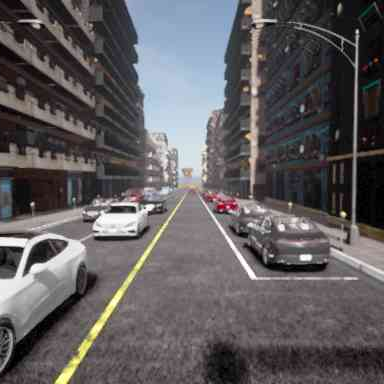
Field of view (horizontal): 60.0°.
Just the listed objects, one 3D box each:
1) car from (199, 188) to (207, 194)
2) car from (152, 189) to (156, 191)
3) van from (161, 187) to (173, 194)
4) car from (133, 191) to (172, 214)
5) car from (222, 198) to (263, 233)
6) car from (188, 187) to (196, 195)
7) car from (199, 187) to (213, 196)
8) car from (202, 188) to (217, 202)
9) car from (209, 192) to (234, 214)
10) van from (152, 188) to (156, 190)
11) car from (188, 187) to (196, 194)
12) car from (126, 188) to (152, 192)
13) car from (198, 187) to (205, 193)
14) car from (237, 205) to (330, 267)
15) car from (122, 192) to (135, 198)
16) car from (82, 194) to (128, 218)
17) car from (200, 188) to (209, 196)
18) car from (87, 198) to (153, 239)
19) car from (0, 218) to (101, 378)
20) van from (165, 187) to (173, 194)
[{"bbox_3d":[2.694,-0.267,83.750,1.752,1.417,4.829,-1,1,0],"label":"car"},{"bbox_3d":[-5.663,0.716,38.637,2.008,1.369,4.403,-1,1,0],"label":"car"},{"bbox_3d":[-5.659,-0.214,72.419,1.690,1.788,3.998,-1,1,0],"label":"van"},{"bbox_3d":[-3.083,0.911,26.954,2.128,1.511,4.902,0,1,0],"label":"car"},{"bbox_3d":[2.800,1.213,15.915,2.008,1.369,4.403,-1,1,0],"label":"car"},{"bbox_3d":[0.018,-0.125,74.465,1.882,1.535,5.008,0,1,0],"label":"car"},{"bbox_3d":[2.681,0.237,49.793,2.192,1.841,5.009,-1,1,0],"label":"car"},{"bbox_3d":[2.685,0.587,44.167,1.887,1.381,4.507,-1,1,0],"label":"car"},{"bbox_3d":[2.700,0.957,27.176,1.887,1.381,4.507,-1,1,0],"label":"car"},{"bbox_3d":[-5.666,0.385,44.264,1.690,1.788,3.998,-1,1,0],"label":"van"},{"bbox_3d":[0.020,-0.446,84.882,1.882,1.535,5.008,0,1,0],"label":"car"},{"bbox_3d":[-5.669,0.603,33.001,2.192,1.841,5.009,-1,1,0],"label":"car"},{"bbox_3d":[2.694,-0.581,94.838,1.967,1.590,4.097,-1,1,0],"label":"car"},{"bbox_3d":[2.807,1.337,10.385,2.008,1.369,4.403,-1,1,0],"label":"car"},{"bbox_3d":[-5.835,0.977,27.375,1.947,1.339,4.313,-1,1,0],"label":"car"},{"bbox_3d":[-5.837,1.086,21.744,2.008,1.369,4.403,-1,1,0],"label":"car"},{"bbox_3d":[2.689,-0.115,72.316,1.967,1.590,4.097,-1,1,0],"label":"car"},{"bbox_3d":[-3.097,1.203,15.309,1.812,1.442,4.674,0,1,0],"label":"car"},{"bbox_3d":[-3.111,1.427,5.402,1.812,1.442,4.674,0,1,1],"label":"car"},{"bbox_3d":[-5.657,-0.447,83.681,1.690,1.788,3.998,-1,1,0],"label":"van"}]
